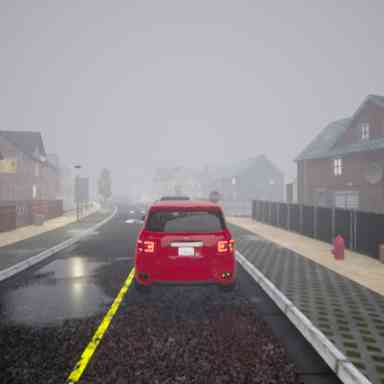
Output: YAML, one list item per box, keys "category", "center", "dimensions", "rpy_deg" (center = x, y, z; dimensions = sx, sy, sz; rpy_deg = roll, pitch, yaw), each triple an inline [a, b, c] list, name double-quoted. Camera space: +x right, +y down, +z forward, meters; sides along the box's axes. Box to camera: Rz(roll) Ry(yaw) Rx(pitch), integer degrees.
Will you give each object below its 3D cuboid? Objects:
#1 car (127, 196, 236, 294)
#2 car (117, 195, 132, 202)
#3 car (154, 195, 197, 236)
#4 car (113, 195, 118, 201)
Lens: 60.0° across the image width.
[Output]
- category: "car"
  center: [-0.230, 1.222, 8.991]
  dimensions: [2.150, 2.045, 5.566]
  rpy_deg: [0, 0, -3]
- category: "car"
  center: [-14.458, 1.575, 73.391]
  dimensions: [2.033, 1.411, 5.357]
  rpy_deg: [1, 0, -22]
- category: "car"
  center: [-1.029, 1.220, 19.729]
  dimensions: [2.150, 2.045, 5.566]
  rpy_deg: [0, 0, -4]
- category: "car"
  center: [-18.499, 1.443, 83.064]
  dimensions: [1.882, 1.535, 5.008]
  rpy_deg: [1, 0, -23]
